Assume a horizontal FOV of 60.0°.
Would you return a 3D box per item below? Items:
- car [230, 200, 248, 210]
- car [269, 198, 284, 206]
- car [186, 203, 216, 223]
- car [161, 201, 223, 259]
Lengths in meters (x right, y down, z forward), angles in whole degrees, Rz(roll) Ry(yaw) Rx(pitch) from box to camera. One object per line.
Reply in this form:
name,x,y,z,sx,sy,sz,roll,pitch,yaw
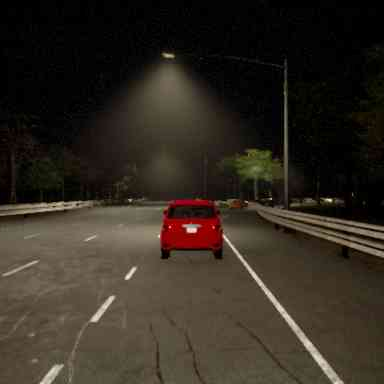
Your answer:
car,7.382,1.972,52.037,1.882,1.535,5.008,-1,-1,24
car,17.916,2.115,69.881,1.837,1.490,4.892,0,-1,38
car,0.924,1.764,29.456,2.128,1.511,4.902,0,-1,8
car,-0.003,1.346,13.352,2.150,2.045,5.566,0,-1,0
